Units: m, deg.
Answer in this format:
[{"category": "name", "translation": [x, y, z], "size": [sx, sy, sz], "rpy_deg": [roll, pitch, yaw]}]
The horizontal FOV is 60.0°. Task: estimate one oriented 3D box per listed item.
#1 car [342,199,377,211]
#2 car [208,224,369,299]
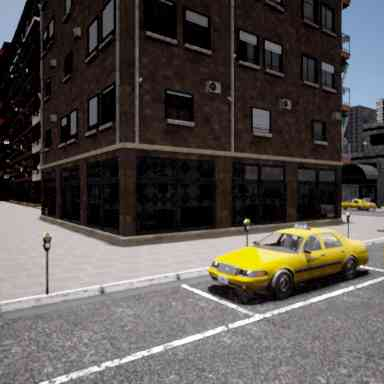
[{"category": "car", "translation": [19.281, 1.468, 39.658], "size": [1.752, 1.417, 4.829], "rpy_deg": [0, 0, -35]}, {"category": "car", "translation": [2.614, 1.525, 8.433], "size": [4.829, 1.417, 1.752], "rpy_deg": [0, 0, -36]}]
